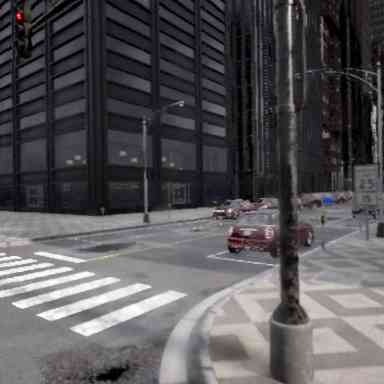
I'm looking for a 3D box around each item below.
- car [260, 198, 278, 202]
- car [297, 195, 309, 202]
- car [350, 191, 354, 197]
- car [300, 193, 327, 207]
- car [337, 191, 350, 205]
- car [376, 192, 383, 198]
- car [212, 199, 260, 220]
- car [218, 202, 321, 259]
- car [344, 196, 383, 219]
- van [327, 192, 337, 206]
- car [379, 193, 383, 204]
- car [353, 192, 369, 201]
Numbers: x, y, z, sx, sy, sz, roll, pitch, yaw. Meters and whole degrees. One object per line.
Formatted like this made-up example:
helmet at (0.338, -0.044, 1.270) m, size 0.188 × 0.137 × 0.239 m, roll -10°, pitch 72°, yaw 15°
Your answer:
car at (6.844, 1.281, 30.873) m, size 1.967 × 1.590 × 4.097 m, roll -1°, pitch 0°, yaw 39°
car at (10.341, 1.329, 35.261) m, size 2.008 × 1.369 × 4.403 m, roll -1°, pitch 0°, yaw 39°
car at (24.315, 0.846, 52.810) m, size 2.192 × 1.841 × 5.009 m, roll -1°, pitch 0°, yaw 39°
car at (13.831, 1.030, 39.648) m, size 2.192 × 1.841 × 5.009 m, roll -1°, pitch 0°, yaw 39°
car at (20.821, 0.907, 48.423) m, size 2.192 × 1.841 × 5.009 m, roll -1°, pitch 0°, yaw 39°
car at (45.288, 0.742, 79.135) m, size 1.947 × 1.339 × 4.313 m, roll -1°, pitch 0°, yaw 39°
car at (3.350, 1.345, 26.486) m, size 1.967 × 1.590 × 4.097 m, roll -1°, pitch 0°, yaw 39°
car at (3.039, 1.345, 12.415) m, size 1.967 × 1.590 × 4.097 m, roll -1°, pitch 0°, yaw 39°
car at (13.524, 1.265, 25.576) m, size 2.008 × 1.369 × 4.403 m, roll -1°, pitch 0°, yaw 39°
van at (17.326, 0.995, 44.035) m, size 1.690 × 1.788 × 3.998 m, roll -1°, pitch 0°, yaw 39°
car at (30.139, 0.914, 50.705) m, size 2.128 × 1.511 × 4.902 m, roll -1°, pitch 0°, yaw 38°
car at (31.307, 0.852, 61.585) m, size 1.967 × 1.590 × 4.097 m, roll -1°, pitch 0°, yaw 39°
